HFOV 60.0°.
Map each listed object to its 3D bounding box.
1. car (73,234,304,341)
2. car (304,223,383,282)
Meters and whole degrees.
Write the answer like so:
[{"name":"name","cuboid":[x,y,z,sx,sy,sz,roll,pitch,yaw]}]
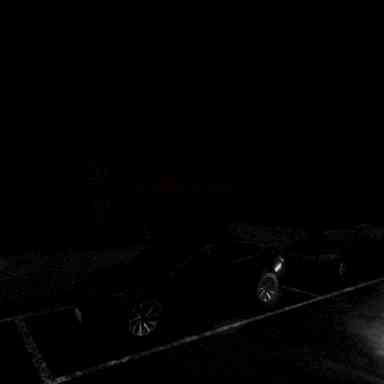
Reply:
[{"name":"car","cuboid":[-0.027,1.566,6.516,4.313,1.339,1.947,0,0,-35]},{"name":"car","cuboid":[4.454,1.582,9.708,4.206,1.307,1.802,0,0,-35]}]
